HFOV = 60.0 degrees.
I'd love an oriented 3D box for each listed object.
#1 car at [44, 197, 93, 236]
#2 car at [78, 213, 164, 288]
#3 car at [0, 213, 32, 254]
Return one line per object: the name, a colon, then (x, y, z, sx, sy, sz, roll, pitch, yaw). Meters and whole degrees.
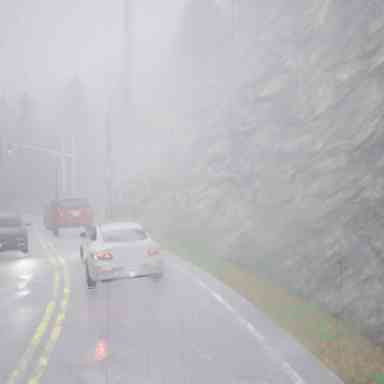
car: (-7.516, 1.352, 20.061, 2.150, 2.045, 5.566, -2, 0, -30)
car: (-2.113, 1.536, 9.392, 1.812, 1.442, 4.674, -2, 0, -20)
car: (-7.865, 1.688, 13.866, 1.837, 1.490, 4.892, -2, 0, -27)
